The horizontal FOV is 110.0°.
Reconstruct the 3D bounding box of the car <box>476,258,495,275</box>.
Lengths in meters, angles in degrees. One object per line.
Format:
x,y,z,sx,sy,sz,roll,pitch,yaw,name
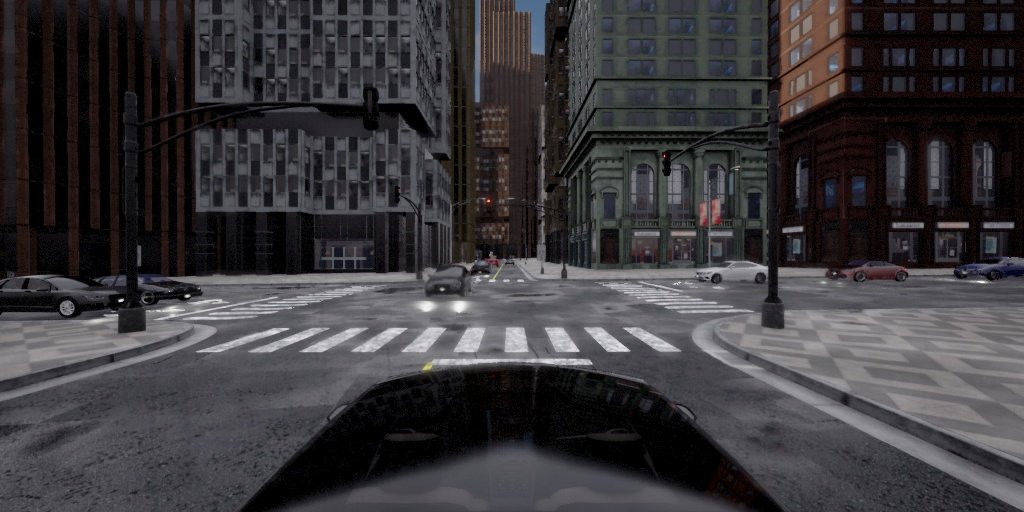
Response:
-3.257,1.274,38.811,2.033,1.411,5.357,0,0,0,car

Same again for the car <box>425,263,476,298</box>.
-3.132,1.252,18.488,1.837,1.490,4.892,0,0,0,car

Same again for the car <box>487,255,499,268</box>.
-3.430,0.907,61.729,2.150,2.045,5.566,0,0,0,car

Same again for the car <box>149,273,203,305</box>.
-17.863,1.524,17.039,5.357,1.411,2.033,-1,0,5,car

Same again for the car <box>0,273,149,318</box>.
-17.420,1.492,13.733,4.892,1.490,1.837,-1,0,0,car

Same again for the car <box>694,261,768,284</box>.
14.600,1.036,23.770,4.674,1.442,1.812,-1,0,-1,car

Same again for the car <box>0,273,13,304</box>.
-27.349,1.610,16.958,4.892,1.490,1.837,-1,0,0,car

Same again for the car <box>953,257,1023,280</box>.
32.382,0.809,23.814,4.674,1.442,1.812,-1,0,-1,car

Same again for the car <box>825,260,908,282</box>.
23.422,0.961,23.793,4.181,1.385,1.994,-1,0,0,car
